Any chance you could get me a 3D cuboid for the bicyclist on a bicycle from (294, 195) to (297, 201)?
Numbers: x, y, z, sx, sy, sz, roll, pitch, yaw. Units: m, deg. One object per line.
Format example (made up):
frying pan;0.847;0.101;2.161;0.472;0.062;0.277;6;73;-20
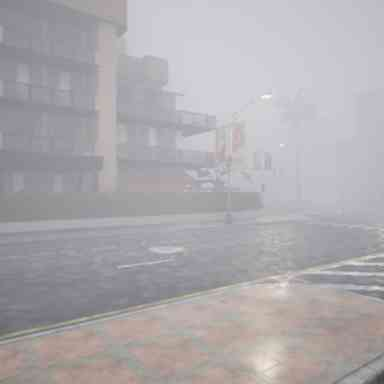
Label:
bicyclist on a bicycle;18.967;1.369;60.253;1.656;1.620;0.582;0;0;-35
